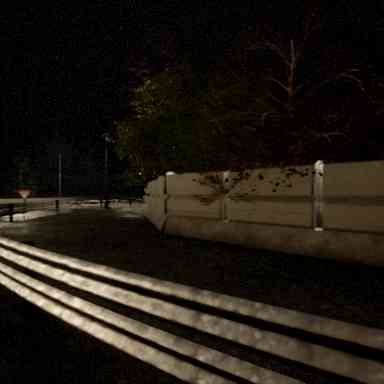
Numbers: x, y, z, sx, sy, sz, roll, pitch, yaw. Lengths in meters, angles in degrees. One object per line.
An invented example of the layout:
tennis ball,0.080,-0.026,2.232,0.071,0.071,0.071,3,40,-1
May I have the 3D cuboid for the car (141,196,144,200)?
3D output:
car,-13.143,1.632,94.734,1.994,1.385,4.181,0,0,5
